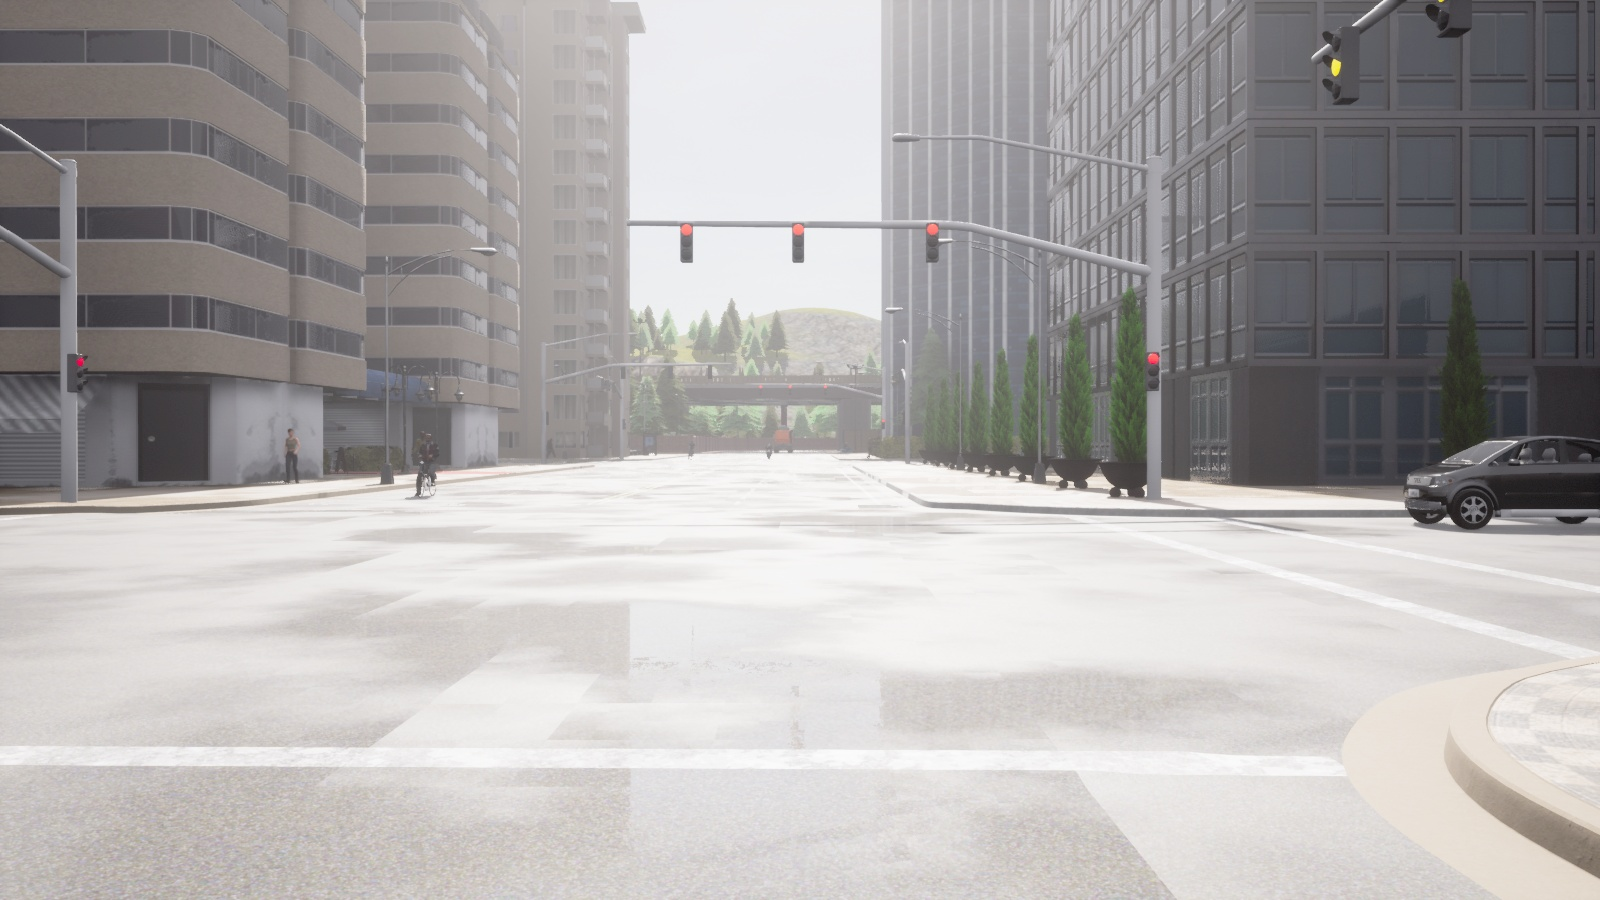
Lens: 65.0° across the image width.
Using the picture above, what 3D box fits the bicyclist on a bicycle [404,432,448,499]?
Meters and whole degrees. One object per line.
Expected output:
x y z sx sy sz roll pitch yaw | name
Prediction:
-10.291 0.413 34.589 0.659 1.776 1.843 0 0 0 | bicyclist on a bicycle

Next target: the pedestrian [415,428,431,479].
-13.844 0.131 46.123 0.370 1.835 0.726 0 0 3 | pedestrian

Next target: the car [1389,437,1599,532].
12.269 0.559 21.319 3.705 1.549 1.789 0 0 1 | car

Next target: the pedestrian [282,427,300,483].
-16.785 0.158 41.413 0.345 1.836 0.594 0 0 -1 | pedestrian
